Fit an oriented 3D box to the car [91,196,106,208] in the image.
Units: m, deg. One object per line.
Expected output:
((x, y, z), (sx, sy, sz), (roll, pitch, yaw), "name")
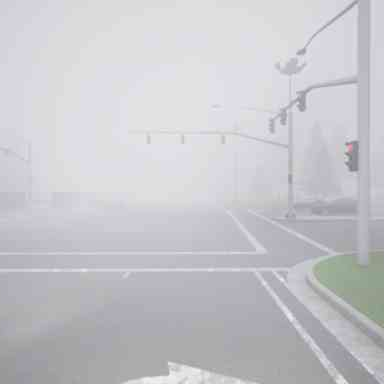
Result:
((-12.206, 1.270, 45.131), (1.882, 1.535, 5.008), (0, 0, 0), "car")

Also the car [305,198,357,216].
((13.150, 1.340, 29.669), (5.008, 1.535, 1.882), (0, 0, -1), "car")

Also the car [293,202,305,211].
((13.070, 1.432, 36.669), (4.718, 1.301, 1.895), (0, 0, -1), "car")

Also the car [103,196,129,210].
((-8.629, 1.421, 39.083), (1.895, 1.301, 4.718), (0, 0, -2), "car")
